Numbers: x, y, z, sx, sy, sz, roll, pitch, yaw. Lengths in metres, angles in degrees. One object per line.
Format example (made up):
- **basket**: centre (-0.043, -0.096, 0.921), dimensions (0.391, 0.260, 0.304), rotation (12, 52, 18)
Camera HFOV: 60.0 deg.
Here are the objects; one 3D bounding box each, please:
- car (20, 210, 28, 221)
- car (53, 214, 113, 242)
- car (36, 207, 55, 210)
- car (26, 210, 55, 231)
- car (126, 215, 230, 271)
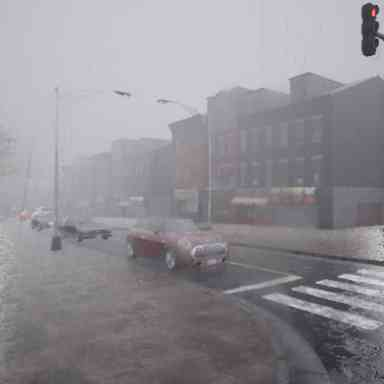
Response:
- **car**: centre (-25.592, 3.575, 52.271), dimensions (2.097, 1.767, 4.553), rotation (0, -3, -36)
- **car**: centre (-6.833, 2.262, 20.995), dimensions (2.033, 1.411, 5.357), rotation (0, -2, -36)
- **car**: centre (-19.450, 2.988, 43.693), dimensions (2.150, 2.045, 5.566), rotation (0, -3, -36)
- **car**: centre (-12.905, 2.612, 29.496), dimensions (2.128, 1.511, 4.902), rotation (0, -2, -35)
- **car**: centre (-0.673, 1.698, 12.388), dimensions (2.097, 1.767, 4.553), rotation (0, -2, -36)
